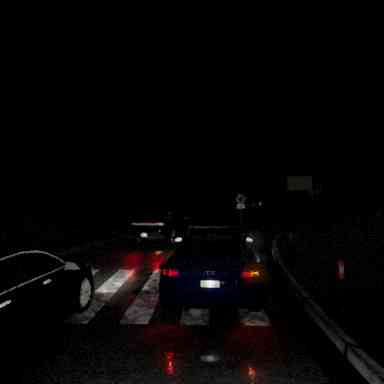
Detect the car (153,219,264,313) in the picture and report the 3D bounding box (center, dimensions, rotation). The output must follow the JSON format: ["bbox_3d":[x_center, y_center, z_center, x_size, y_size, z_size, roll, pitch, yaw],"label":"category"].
[{"bbox_3d":[0.502,1.562,7.782,1.994,1.385,4.181,0,0,5],"label":"car"}]

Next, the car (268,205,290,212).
[{"bbox_3d":[19.079,3.759,73.234,4.553,1.767,2.097,-4,-6,41],"label":"car"}]

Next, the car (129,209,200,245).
[{"bbox_3d":[-1.341,1.581,15.852,2.128,1.511,4.902,-1,-2,14],"label":"car"}]

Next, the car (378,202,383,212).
[{"bbox_3d":[29.310,2.264,49.800,2.128,1.511,4.902,-5,-5,42],"label":"car"}]

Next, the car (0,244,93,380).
[{"bbox_3d":[-2.969,1.516,4.799,1.837,1.490,4.892,0,0,2],"label":"car"}]
